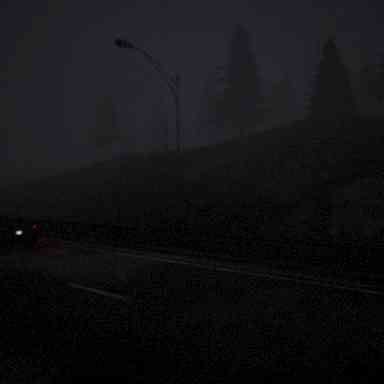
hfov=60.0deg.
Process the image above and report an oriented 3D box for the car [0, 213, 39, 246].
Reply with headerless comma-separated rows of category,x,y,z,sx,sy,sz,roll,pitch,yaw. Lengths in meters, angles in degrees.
car,-8.485,1.585,14.331,4.181,1.385,1.994,0,0,35
